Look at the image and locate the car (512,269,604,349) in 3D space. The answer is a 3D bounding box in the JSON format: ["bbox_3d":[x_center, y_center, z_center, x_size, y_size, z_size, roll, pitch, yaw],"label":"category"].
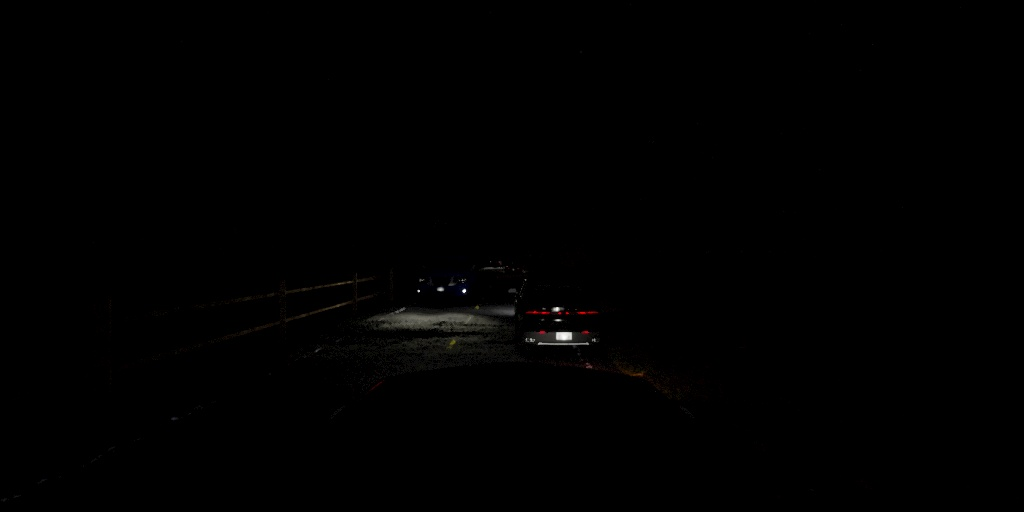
[{"bbox_3d":[0.981,1.252,9.147,1.837,1.490,4.892,0,0,0],"label":"car"}]

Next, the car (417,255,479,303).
[{"bbox_3d":[-2.816,0.961,16.924,2.150,2.045,5.566,0,0,0],"label":"car"}]

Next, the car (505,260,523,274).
[{"bbox_3d":[0.173,1.238,40.289,1.812,1.442,4.674,0,0,1],"label":"car"}]

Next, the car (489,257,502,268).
[{"bbox_3d":[-2.697,1.025,60.192,2.097,1.767,4.553,0,0,0],"label":"car"}]
